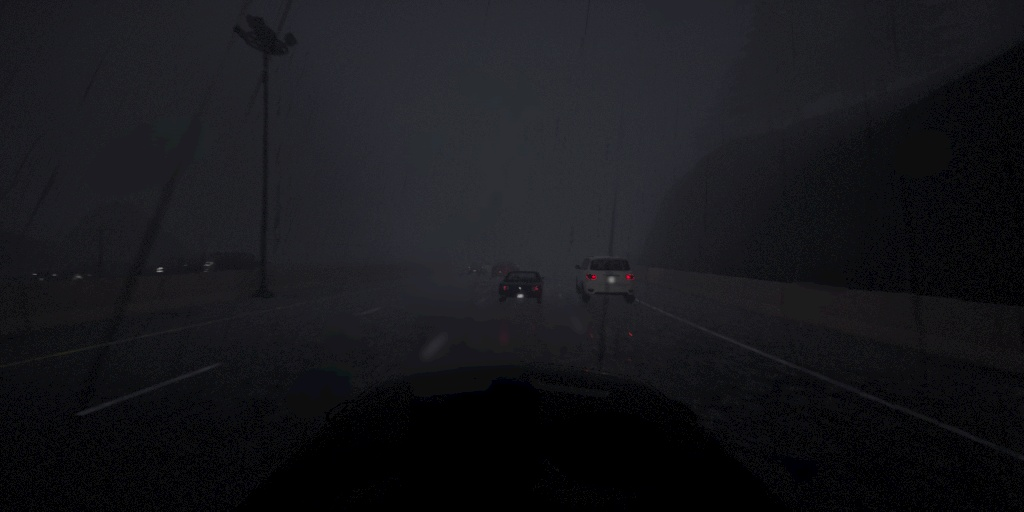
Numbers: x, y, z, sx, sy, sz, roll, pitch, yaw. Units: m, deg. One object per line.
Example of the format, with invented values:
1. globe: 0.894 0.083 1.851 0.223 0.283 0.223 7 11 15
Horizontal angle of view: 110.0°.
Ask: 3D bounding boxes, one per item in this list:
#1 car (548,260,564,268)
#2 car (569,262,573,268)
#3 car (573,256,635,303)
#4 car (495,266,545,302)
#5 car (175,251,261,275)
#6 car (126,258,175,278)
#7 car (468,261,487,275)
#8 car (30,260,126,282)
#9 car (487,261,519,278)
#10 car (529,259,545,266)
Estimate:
1. car: 8.002 1.442 64.054 1.895 1.301 4.718 1 0 22
2. car: 11.585 1.432 63.640 2.033 1.411 5.357 1 0 23
3. car: 4.332 1.023 17.252 2.150 2.045 5.566 0 0 6
4. car: 0.568 1.357 16.951 1.895 1.301 4.718 1 0 6
5. car: -19.687 0.525 24.639 2.097 1.767 4.553 1 0 7
6. car: -23.167 0.867 25.056 2.097 1.767 4.553 1 0 7
7. car: -3.234 1.235 37.679 1.812 1.442 4.674 0 0 12
8. car: -26.885 0.978 23.360 2.033 1.411 5.357 1 0 7
9. car: -0.527 1.220 32.800 1.882 1.535 5.008 0 0 11
10. car: 4.486 1.277 64.188 1.882 1.535 5.008 0 0 21
